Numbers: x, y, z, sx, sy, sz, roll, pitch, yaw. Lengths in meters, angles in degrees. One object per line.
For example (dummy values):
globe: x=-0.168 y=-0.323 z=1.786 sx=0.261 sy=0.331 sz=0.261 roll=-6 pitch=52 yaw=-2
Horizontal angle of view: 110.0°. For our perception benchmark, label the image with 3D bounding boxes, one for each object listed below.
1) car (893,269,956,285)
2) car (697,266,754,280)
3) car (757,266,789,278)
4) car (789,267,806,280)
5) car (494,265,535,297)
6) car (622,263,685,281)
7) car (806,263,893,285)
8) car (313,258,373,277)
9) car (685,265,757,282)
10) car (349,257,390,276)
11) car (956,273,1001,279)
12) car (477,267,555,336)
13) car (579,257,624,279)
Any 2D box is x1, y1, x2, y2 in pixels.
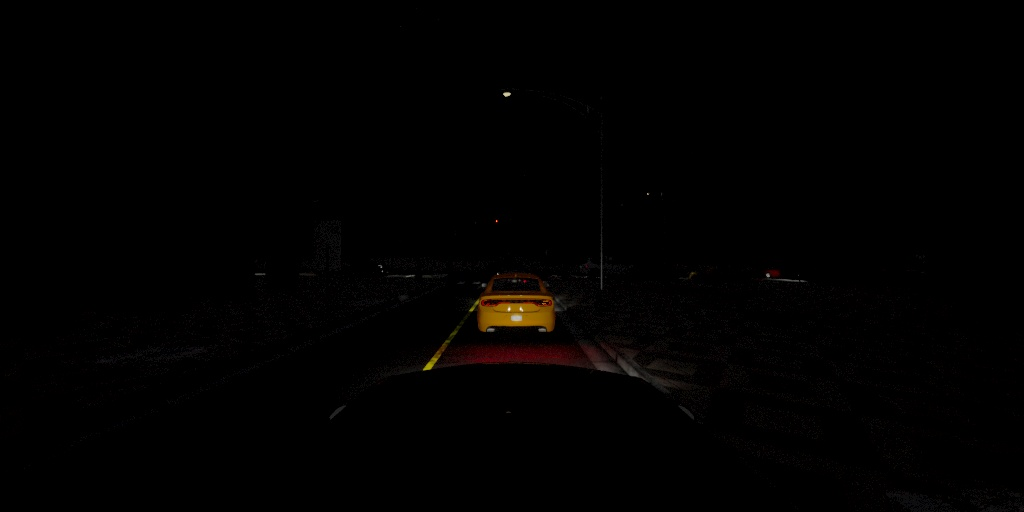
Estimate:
car: x=34.714 y=1.861 z=30.970 sx=4.507 sy=1.381 sz=1.888 roll=0 pitch=0 yaw=0
car: x=21.817 y=1.704 z=36.836 sx=4.718 sy=1.301 sz=1.895 roll=1 pitch=0 yaw=0
car: x=29.083 y=1.763 z=39.499 sx=4.507 sy=1.381 sz=1.888 roll=0 pitch=0 yaw=0
car: x=31.882 y=1.770 z=36.821 sx=4.892 sy=1.490 sz=1.837 roll=1 pitch=0 yaw=0
car: x=0.110 y=1.296 z=20.257 sx=2.033 sy=1.411 sz=5.357 roll=0 pitch=0 yaw=0
car: x=12.141 y=1.522 z=30.985 sx=4.313 sy=1.339 sz=1.948 roll=0 pitch=0 yaw=0
car: x=29.070 y=1.538 z=30.974 sx=5.009 sy=1.841 sz=2.192 roll=0 pitch=0 yaw=0
car: x=-14.767 y=1.115 z=30.905 sx=4.403 sy=1.370 sz=2.007 roll=0 pitch=0 yaw=0
car: x=17.953 y=1.568 z=30.981 sx=4.829 sy=1.417 sz=1.751 roll=0 pitch=0 yaw=0
car: x=-13.886 y=0.928 z=33.618 sx=4.553 sy=1.767 sz=2.097 roll=1 pitch=0 yaw=1
car: x=40.364 y=1.993 z=30.967 sx=4.207 sy=1.307 sz=1.802 roll=0 pitch=0 yaw=0
car: x=0.103 y=1.227 z=10.430 sx=1.882 sy=1.535 sz=5.008 roll=0 pitch=0 yaw=0
car: x=9.146 y=1.134 z=33.645 sx=5.566 sy=2.045 sz=2.150 roll=1 pitch=0 yaw=0
